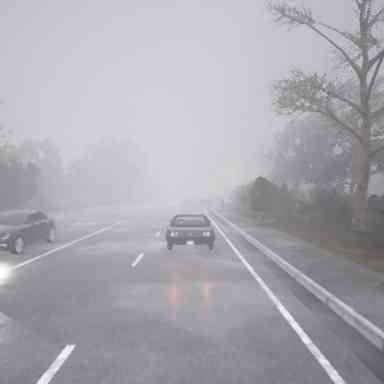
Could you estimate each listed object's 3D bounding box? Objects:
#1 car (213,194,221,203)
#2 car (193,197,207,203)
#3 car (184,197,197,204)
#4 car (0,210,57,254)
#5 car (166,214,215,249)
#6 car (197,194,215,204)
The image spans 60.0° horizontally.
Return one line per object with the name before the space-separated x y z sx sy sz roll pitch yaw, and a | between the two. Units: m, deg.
car | 5.649 1.593 81.981 2.150 2.045 5.566 0 0 20
car | 2.023 1.868 82.103 2.033 1.411 5.357 0 0 17
car | -0.431 1.871 72.640 1.994 1.385 4.181 0 0 12
car | -7.153 1.516 13.534 1.837 1.490 4.892 0 0 0
car | -0.072 1.614 14.675 1.895 1.301 4.718 0 0 0
car | 3.038 1.801 72.149 1.882 1.535 5.008 0 0 12
